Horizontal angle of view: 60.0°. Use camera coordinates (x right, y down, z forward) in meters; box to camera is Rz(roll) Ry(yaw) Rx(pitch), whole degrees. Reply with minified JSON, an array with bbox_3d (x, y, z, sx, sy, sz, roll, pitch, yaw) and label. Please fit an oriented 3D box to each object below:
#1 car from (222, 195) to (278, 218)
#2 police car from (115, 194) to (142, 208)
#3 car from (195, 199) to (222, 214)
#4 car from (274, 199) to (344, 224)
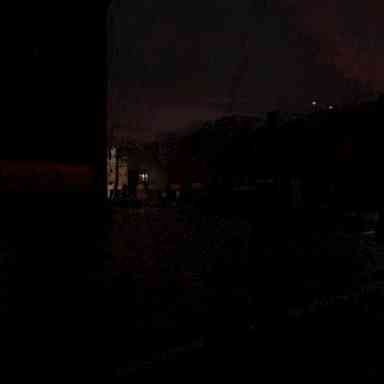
[{"bbox_3d":[5.217,1.147,28.007,2.192,1.841,5.009,0,0,-36],"label":"car"},{"bbox_3d":[-8.046,1.131,42.000,1.930,1.638,5.238,0,0,-36],"label":"police car"},{"bbox_3d":[2.053,1.340,32.427,1.887,1.381,4.507,0,0,-36],"label":"car"},{"bbox_3d":[8.377,1.415,23.588,1.887,1.381,4.507,0,0,-36],"label":"car"}]
